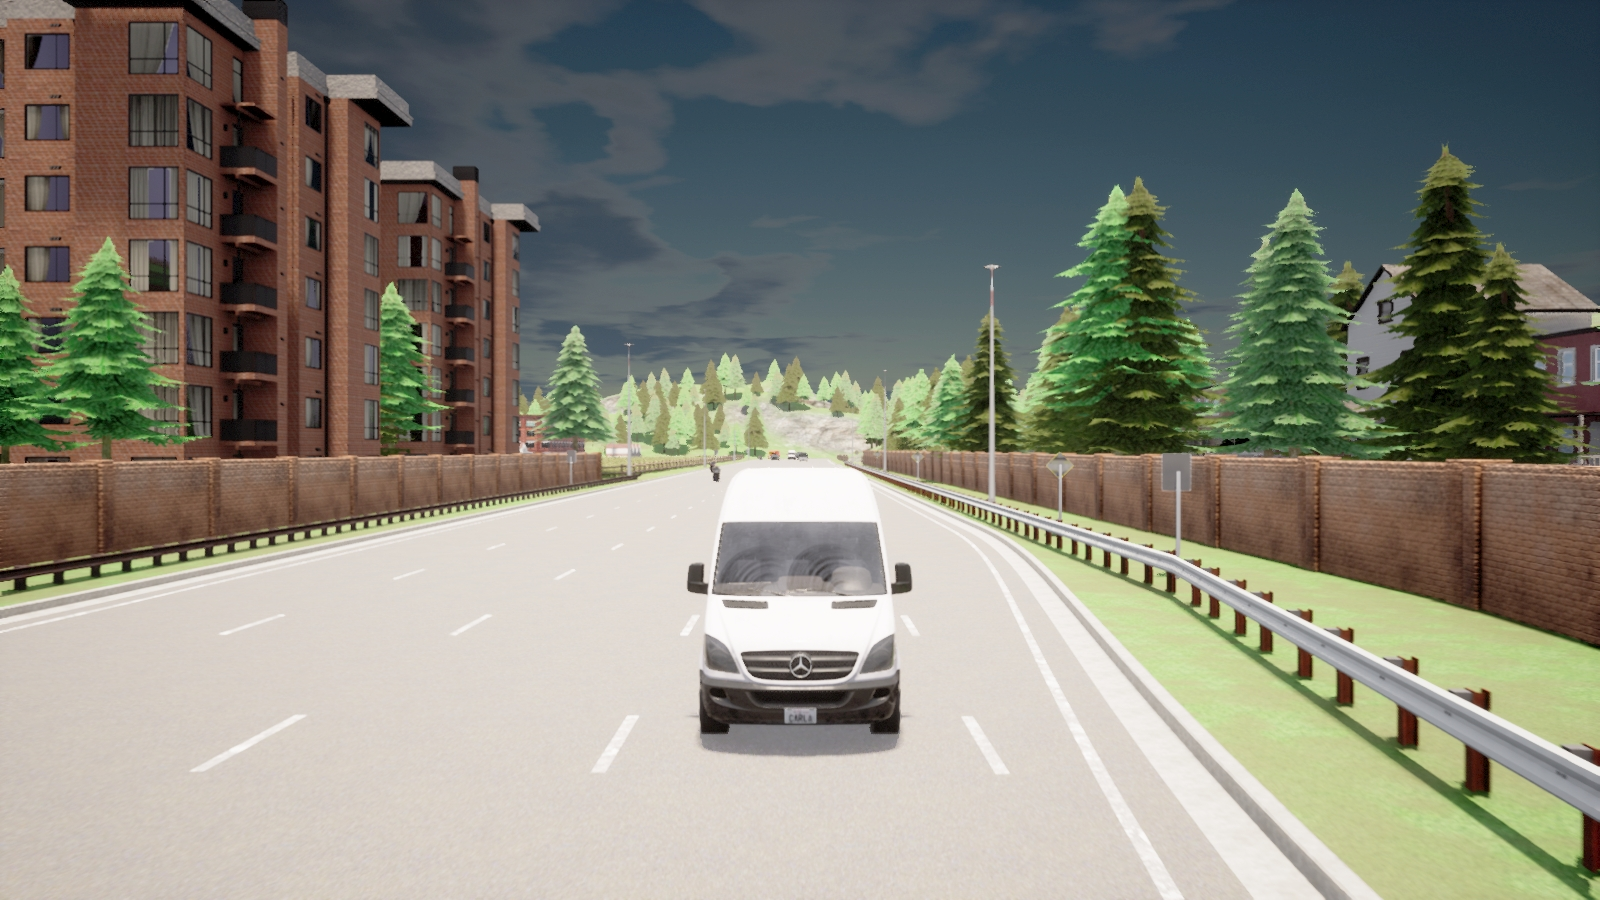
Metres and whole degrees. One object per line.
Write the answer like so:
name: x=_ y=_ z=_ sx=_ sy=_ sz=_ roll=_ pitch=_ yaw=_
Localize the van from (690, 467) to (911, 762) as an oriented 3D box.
van: x=0.003 y=1.524 z=13.254 sx=1.988 sy=2.561 sz=5.915 roll=0 pitch=0 yaw=0
